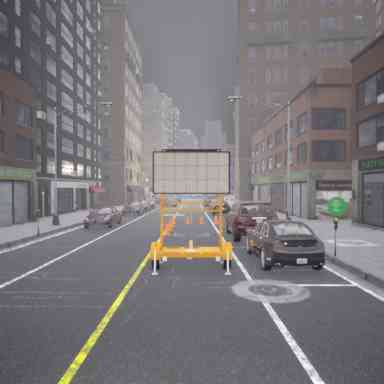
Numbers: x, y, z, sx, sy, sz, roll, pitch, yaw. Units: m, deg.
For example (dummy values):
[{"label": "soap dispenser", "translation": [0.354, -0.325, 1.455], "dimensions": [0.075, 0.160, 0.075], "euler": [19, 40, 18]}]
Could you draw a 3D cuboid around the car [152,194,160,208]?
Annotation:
[{"label": "car", "translation": [-5.753, 1.423, 43.781], "dimensions": [1.967, 1.590, 4.097], "euler": [-1, 0, 0]}]

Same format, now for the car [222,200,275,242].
[{"label": "car", "translation": [2.819, 1.312, 16.274], "dimensions": [2.192, 1.841, 5.009], "euler": [-1, 0, 0]}]

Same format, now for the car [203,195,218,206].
[{"label": "car", "translation": [2.764, 1.544, 49.312], "dimensions": [1.947, 1.339, 4.313], "euler": [-1, 0, 0]}]

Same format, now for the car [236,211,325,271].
[{"label": "car", "translation": [2.831, 1.549, 10.768], "dimensions": [2.008, 1.369, 4.403], "euler": [-1, 0, 0]}]

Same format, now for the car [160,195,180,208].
[{"label": "car", "translation": [-3.180, 1.456, 48.943], "dimensions": [1.882, 1.535, 5.008], "euler": [0, 0, 0]}]

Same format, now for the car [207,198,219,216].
[{"label": "car", "translation": [2.792, 1.557, 32.793], "dimensions": [1.947, 1.339, 4.313], "euler": [-1, 0, 0]}]

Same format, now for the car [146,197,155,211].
[{"label": "car", "translation": [-5.742, 1.569, 38.273], "dimensions": [1.802, 1.307, 4.206], "euler": [-1, 0, 0]}]

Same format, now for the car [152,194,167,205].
[{"label": "car", "translation": [-5.784, 1.281, 60.304], "dimensions": [2.192, 1.841, 5.009], "euler": [-1, 0, 0]}]

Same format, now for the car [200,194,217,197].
[{"label": "car", "translation": [2.754, 1.538, 54.819], "dimensions": [1.947, 1.339, 4.313], "euler": [-1, 0, 0]}]

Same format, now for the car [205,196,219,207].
[{"label": "car", "translation": [2.783, 1.513, 38.469], "dimensions": [1.752, 1.417, 4.829], "euler": [-1, 0, 0]}]

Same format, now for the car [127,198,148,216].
[{"label": "car", "translation": [-5.733, 1.573, 32.765], "dimensions": [1.802, 1.307, 4.206], "euler": [-1, 0, 0]}]

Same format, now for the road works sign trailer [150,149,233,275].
[{"label": "road works sign trailer", "translation": [-0.019, 0.462, 10.444], "dimensions": [2.380, 3.560, 2.880], "euler": [0, 0, 0]}]

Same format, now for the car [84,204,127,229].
[{"label": "car", "translation": [-5.713, 1.577, 21.750], "dimensions": [1.802, 1.307, 4.206], "euler": [-1, 0, 0]}]

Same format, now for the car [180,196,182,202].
[{"label": "car", "translation": [-3.122, 1.433, 68.261], "dimensions": [1.882, 1.535, 5.008], "euler": [0, 0, 0]}]
